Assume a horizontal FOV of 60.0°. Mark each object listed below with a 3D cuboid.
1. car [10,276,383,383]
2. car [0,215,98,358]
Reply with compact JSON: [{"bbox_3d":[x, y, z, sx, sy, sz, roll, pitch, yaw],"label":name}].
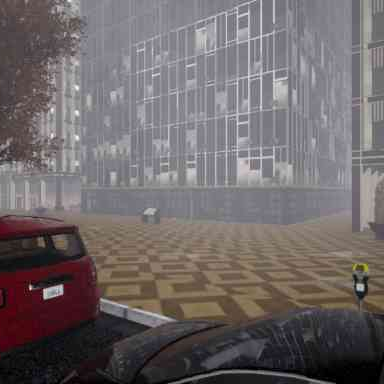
[{"bbox_3d":[0.840,1.566,2.278,4.313,1.339,1.947,0,0,36],"label":"car"},{"bbox_3d":[-3.651,1.315,5.493,5.009,1.841,2.192,0,0,36],"label":"car"}]
